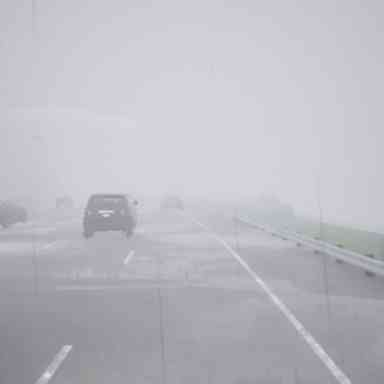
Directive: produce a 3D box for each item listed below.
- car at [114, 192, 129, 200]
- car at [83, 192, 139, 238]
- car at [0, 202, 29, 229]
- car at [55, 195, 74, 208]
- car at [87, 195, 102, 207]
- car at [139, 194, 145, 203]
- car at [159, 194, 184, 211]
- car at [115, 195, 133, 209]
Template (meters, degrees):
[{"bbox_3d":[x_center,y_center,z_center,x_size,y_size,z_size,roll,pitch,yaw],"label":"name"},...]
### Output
[{"bbox_3d":[-14.284,0.767,67.389,1.882,1.535,5.008,-1,1,-26],"label":"car"},{"bbox_3d":[-4.008,1.063,16.884,2.150,2.045,5.566,0,1,-7],"label":"car"},{"bbox_3d":[-11.620,1.383,20.397,2.128,1.511,4.902,-1,1,-8],"label":"car"},{"bbox_3d":[-15.872,1.191,41.515,1.837,1.490,4.892,1,1,-16],"label":"car"},{"bbox_3d":[-12.973,1.143,44.057,1.812,1.442,4.674,0,1,-17],"label":"car"},{"bbox_3d":[-8.772,0.978,53.300,1.812,1.442,4.674,-1,1,-20],"label":"car"},{"bbox_3d":[-2.171,0.961,33.835,2.097,1.767,4.553,-1,1,-12],"label":"car"},{"bbox_3d":[-8.117,1.120,39.447,1.837,1.490,4.892,0,1,-15],"label":"car"}]
